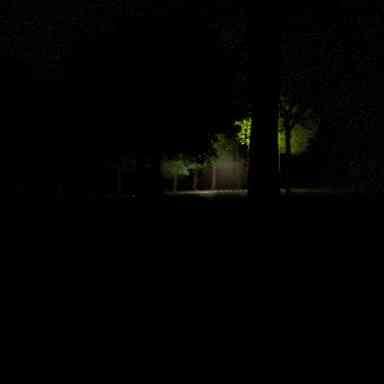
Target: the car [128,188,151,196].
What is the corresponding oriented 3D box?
[{"bbox_3d":[-10.092,-0.129,63.785,1.837,1.490,4.892,-1,1,38],"label":"car"}]
